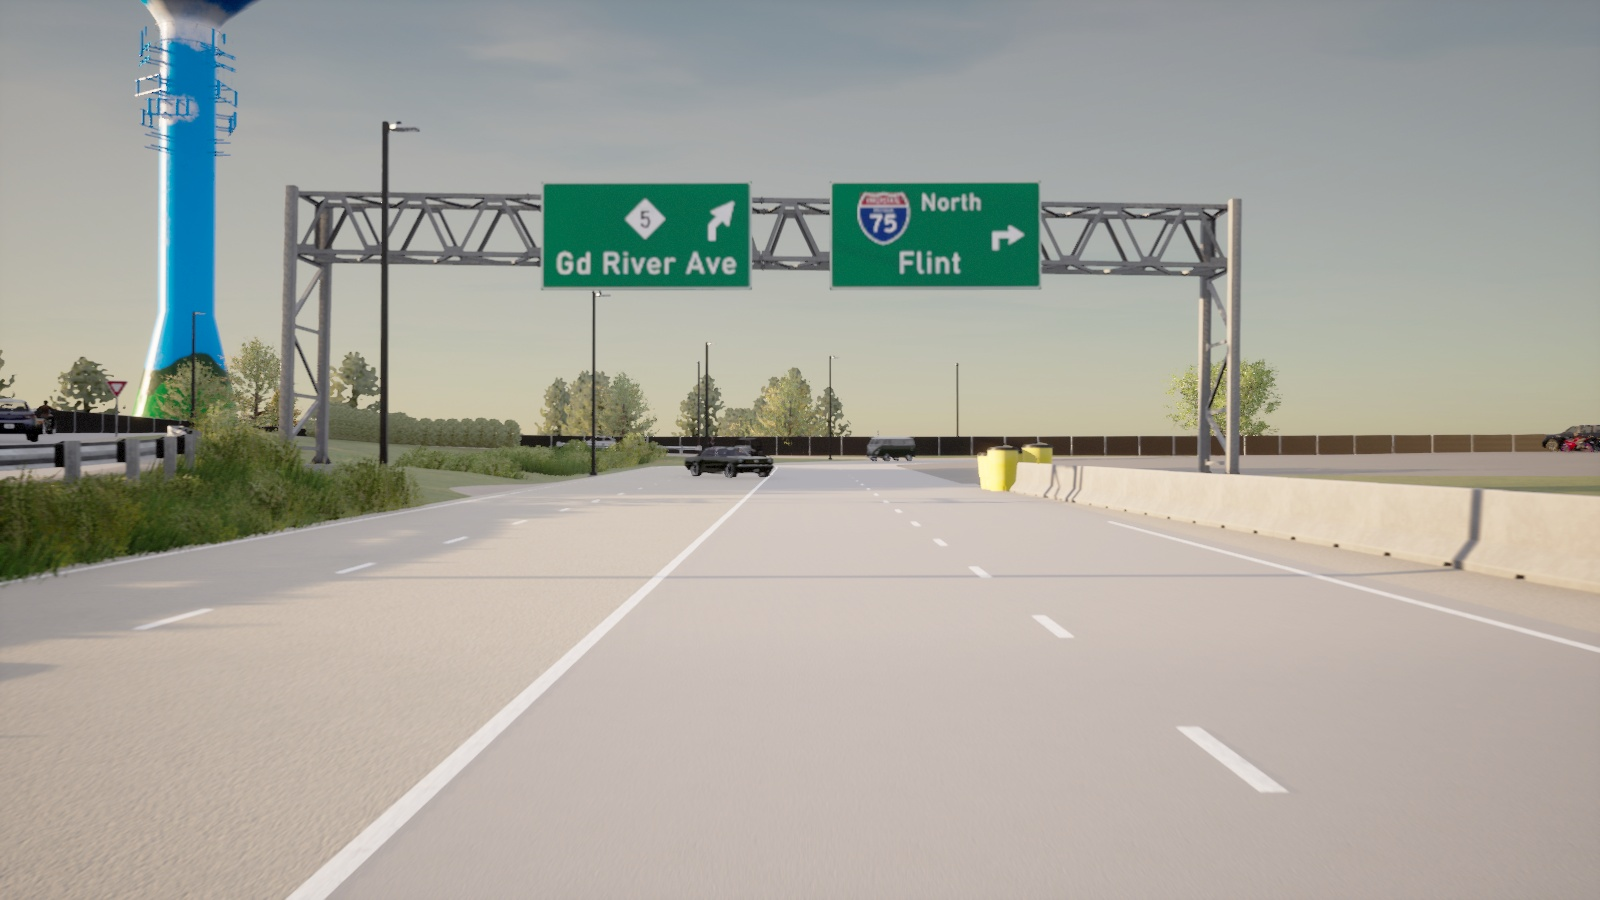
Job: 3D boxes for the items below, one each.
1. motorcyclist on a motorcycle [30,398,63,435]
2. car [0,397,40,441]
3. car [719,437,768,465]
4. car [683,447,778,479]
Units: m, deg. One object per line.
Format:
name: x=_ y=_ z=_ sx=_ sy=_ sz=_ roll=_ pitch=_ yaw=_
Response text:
motorcyclist on a motorcycle: x=-34.536 y=-1.538 z=57.595 sx=0.766 sy=1.649 sz=2.350 roll=0 pitch=1 yaw=-17
car: x=-27.807 y=-1.091 z=44.003 sx=1.816 sy=1.474 sz=4.193 roll=0 pitch=1 yaw=-34
car: x=-3.866 y=0.085 z=86.340 sx=1.905 sy=1.878 sz=3.866 roll=0 pitch=0 yaw=22
car: x=-3.009 y=0.520 z=53.565 sx=1.895 sy=1.301 sz=4.718 roll=0 pitch=0 yaw=-34
